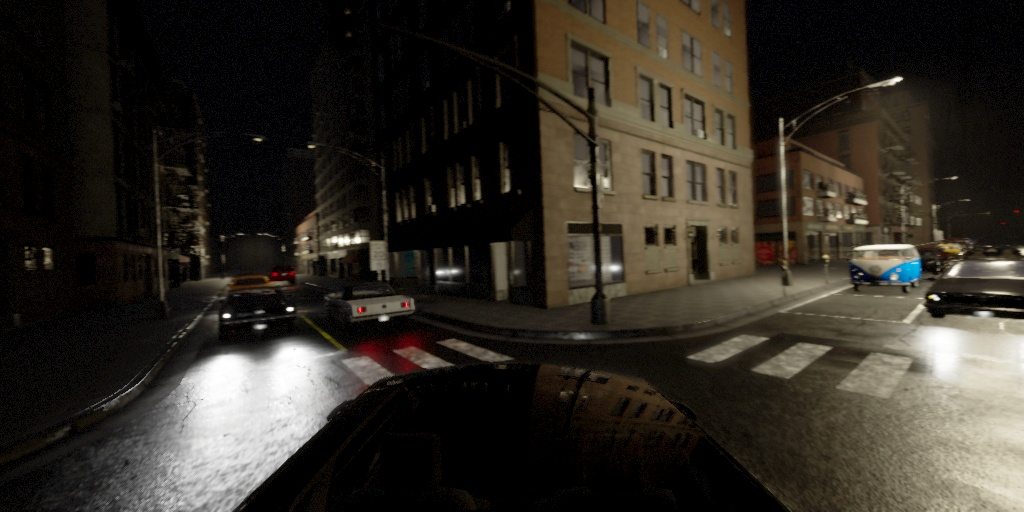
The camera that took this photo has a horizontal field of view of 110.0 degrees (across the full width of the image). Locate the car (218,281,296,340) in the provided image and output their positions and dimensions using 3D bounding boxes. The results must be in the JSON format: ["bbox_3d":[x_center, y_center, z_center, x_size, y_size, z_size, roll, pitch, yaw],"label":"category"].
[{"bbox_3d":[-8.315,1.707,11.702,1.895,1.301,4.718,-2,0,-37],"label":"car"}]

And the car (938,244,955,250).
[{"bbox_3d":[27.835,0.092,24.009,4.507,1.381,1.888,0,0,-37],"label":"car"}]

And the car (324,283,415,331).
[{"bbox_3d":[-5.009,1.564,12.125,1.895,1.301,4.718,-2,0,-36],"label":"car"}]

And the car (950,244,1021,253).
[{"bbox_3d":[20.194,0.389,15.078,4.892,1.490,1.837,-2,0,-37],"label":"car"}]

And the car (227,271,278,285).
[{"bbox_3d":[-14.352,1.840,19.728,1.882,1.535,5.008,-2,0,-37],"label":"car"}]

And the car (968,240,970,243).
[{"bbox_3d":[49.439,-0.812,40.228,4.313,1.339,1.948,0,0,-37],"label":"car"}]

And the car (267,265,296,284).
[{"bbox_3d":[-24.131,2.000,37.536,2.150,2.045,5.566,-2,0,-37],"label":"car"}]

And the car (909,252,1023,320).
[{"bbox_3d":[12.348,0.767,9.164,5.357,1.411,2.033,-2,0,-33],"label":"car"}]

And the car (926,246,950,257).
[{"bbox_3d":[23.514,0.297,20.765,4.313,1.339,1.948,0,0,-37],"label":"car"}]

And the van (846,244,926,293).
[{"bbox_3d":[14.872,0.441,14.277,3.998,1.789,1.690,0,0,-37],"label":"van"}]

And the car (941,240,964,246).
[{"bbox_3d":[40.662,-0.482,33.639,4.829,1.417,1.751,0,0,-37],"label":"car"}]

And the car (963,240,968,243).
[{"bbox_3d":[45.118,-0.642,36.984,4.403,1.370,2.007,0,0,-37],"label":"car"}]
